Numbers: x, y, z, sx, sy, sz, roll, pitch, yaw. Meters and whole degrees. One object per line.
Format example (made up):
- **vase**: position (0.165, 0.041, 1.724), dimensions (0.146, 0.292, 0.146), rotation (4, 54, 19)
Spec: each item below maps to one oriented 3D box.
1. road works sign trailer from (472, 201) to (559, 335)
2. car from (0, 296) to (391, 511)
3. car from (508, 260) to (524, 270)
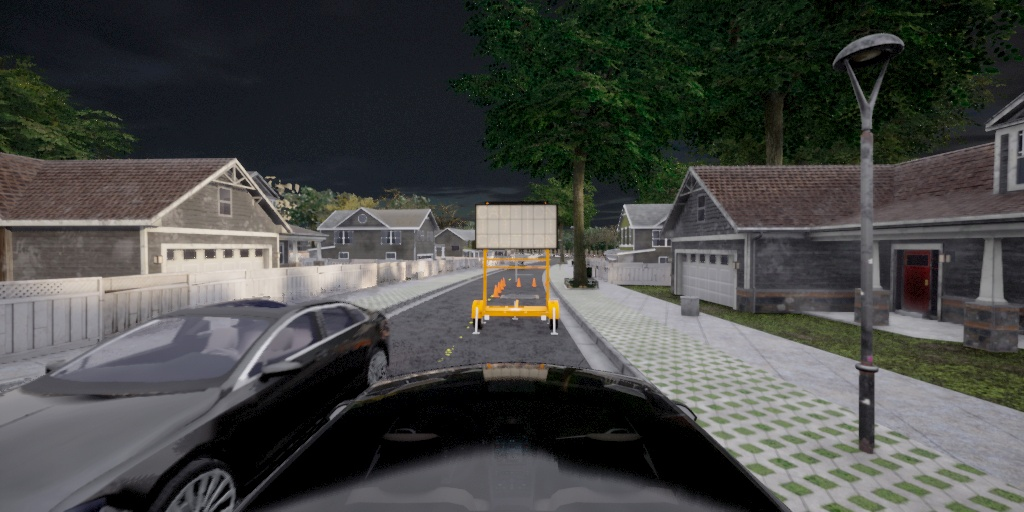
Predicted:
- **road works sign trailer**: position (0.129, 0.212, 10.545), dimensions (2.380, 3.560, 2.880), rotation (0, 0, 2)
- **car**: position (-2.797, 1.240, 3.661), dimensions (2.128, 1.511, 4.902), rotation (0, 0, 1)
- **car**: position (0.612, 1.272, 50.429), dimensions (1.994, 1.385, 4.181), rotation (0, 0, 8)
